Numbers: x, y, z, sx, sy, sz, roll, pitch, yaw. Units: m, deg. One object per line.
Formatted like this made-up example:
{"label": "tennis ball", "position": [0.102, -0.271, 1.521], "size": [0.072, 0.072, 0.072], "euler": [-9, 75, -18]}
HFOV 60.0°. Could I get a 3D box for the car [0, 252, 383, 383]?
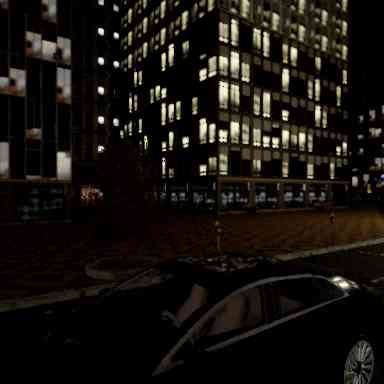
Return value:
{"label": "car", "position": [0.132, 1.492, 3.472], "size": [4.902, 1.511, 2.128], "euler": [0, 0, -35]}
